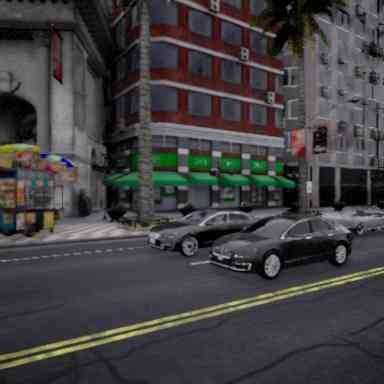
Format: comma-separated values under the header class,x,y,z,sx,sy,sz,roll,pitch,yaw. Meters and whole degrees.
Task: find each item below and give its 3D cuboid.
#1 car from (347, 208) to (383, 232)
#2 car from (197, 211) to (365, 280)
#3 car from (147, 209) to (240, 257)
class,x,y,z,sx,sy,sz,roll,pitch,yaw
car,9.249,1.529,18.141,4.718,1.301,1.895,0,0,-32
car,2.776,1.455,9.884,4.892,1.490,1.837,0,0,-33
car,0.707,1.417,12.715,4.902,1.511,2.128,0,0,-33
